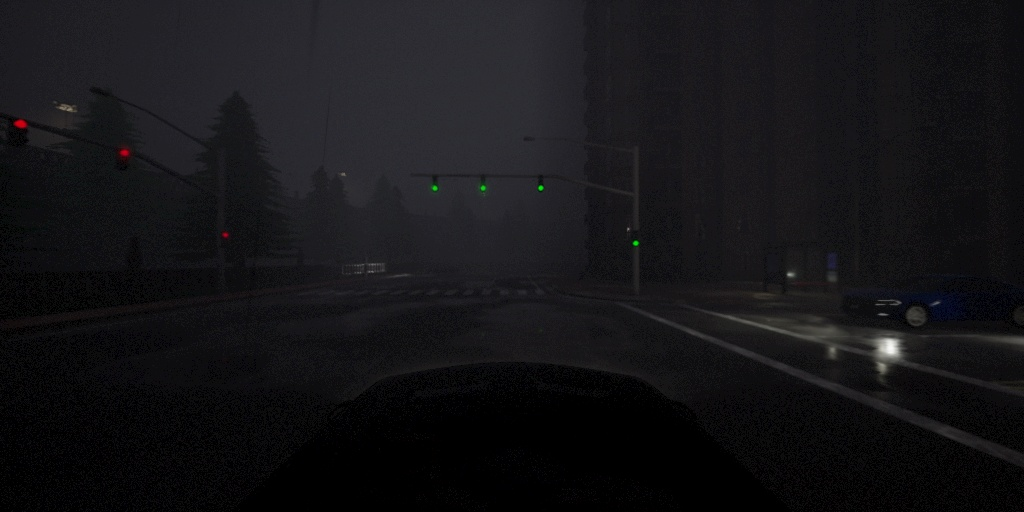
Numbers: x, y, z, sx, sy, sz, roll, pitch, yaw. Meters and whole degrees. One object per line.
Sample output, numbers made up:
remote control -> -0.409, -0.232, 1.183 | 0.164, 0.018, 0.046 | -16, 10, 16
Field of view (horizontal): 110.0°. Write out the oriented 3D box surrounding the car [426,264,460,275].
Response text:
car -> -9.093, 1.778, 47.347 | 1.895, 1.301, 4.718 | -1, 0, 34

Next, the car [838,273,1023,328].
car -> 13.013, 1.287, 11.053 | 5.008, 1.535, 1.882 | 0, -1, -1
